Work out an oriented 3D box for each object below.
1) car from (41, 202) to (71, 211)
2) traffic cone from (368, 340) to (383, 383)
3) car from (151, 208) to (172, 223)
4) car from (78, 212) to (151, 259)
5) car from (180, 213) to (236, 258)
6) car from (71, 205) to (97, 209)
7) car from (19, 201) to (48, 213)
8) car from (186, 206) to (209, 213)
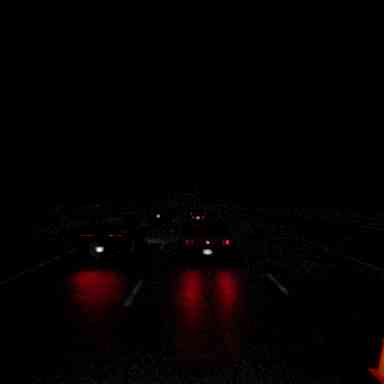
[{"bbox_3d":[-17.152,2.467,43.187,1.882,1.535,5.008,0,-2,0],"label":"car"},{"bbox_3d":[2.432,1.988,4.121,0.340,0.580,0.340,0,0,0],"label":"traffic cone"},{"bbox_3d":[-2.971,2.171,31.436,1.994,1.385,4.181,0,-2,0],"label":"car"},{"bbox_3d":[-2.977,1.633,13.134,1.837,1.490,4.892,0,-1,0],"label":"car"},{"bbox_3d":[0.523,1.733,13.265,1.895,1.301,4.718,0,-1,0],"label":"car"},{"bbox_3d":[-13.651,2.482,43.625,1.882,1.535,5.008,0,-2,0],"label":"car"},{"bbox_3d":[-20.647,2.246,44.240,2.150,2.045,5.566,0,-2,0],"label":"car"},{"bbox_3d":[0.529,2.100,31.049,1.837,1.490,4.892,0,-2,0],"label":"car"}]
